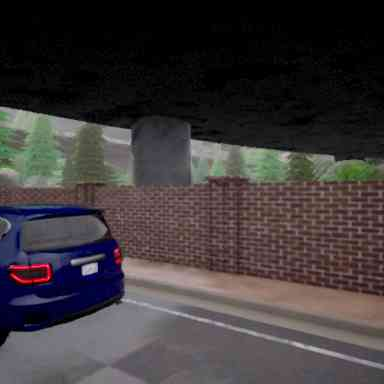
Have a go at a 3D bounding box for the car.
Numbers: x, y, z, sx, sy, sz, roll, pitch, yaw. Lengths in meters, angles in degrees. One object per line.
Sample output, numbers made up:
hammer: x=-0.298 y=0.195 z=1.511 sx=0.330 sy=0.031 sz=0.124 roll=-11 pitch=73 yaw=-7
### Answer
car: x=-3.820 y=1.257 z=6.327 sx=5.566 sy=2.045 sz=2.150 roll=0 pitch=0 yaw=31
